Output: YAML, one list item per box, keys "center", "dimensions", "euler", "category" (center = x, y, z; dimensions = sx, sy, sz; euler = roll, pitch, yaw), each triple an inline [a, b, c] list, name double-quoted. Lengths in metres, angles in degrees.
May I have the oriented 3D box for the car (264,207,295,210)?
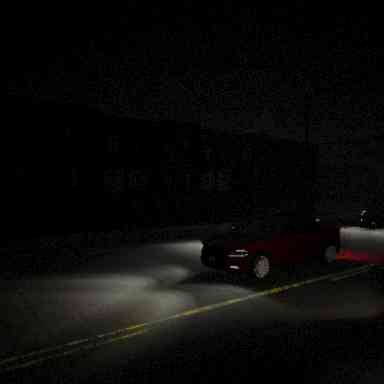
- center: [3.980, 1.506, 15.517]
  dimensions: [4.892, 1.490, 1.837]
  euler: [1, 0, -36]
  category: "car"

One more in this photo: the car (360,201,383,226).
- center: [13.090, 1.352, 22.000]
  dimensions: [4.553, 1.767, 2.097]
  euler: [0, 0, -36]
  category: "car"

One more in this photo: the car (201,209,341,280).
- center: [2.539, 1.477, 10.154]
  dimensions: [5.008, 1.535, 1.882]
  euler: [0, 0, -36]
  category: "car"
